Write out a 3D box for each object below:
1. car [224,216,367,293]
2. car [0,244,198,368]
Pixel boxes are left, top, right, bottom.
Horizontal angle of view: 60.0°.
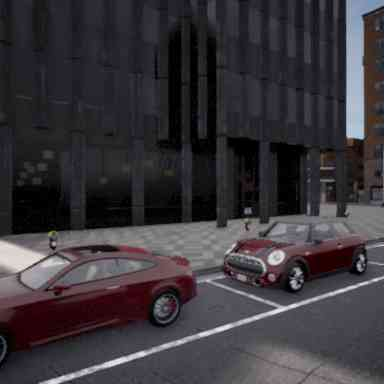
[{"bbox_3d":[2.763,1.422,8.736,4.097,1.590,1.967,0,0,-35],"label":"car"},{"bbox_3d":[-1.829,1.578,5.461,4.206,1.307,1.802,0,0,-35],"label":"car"}]
